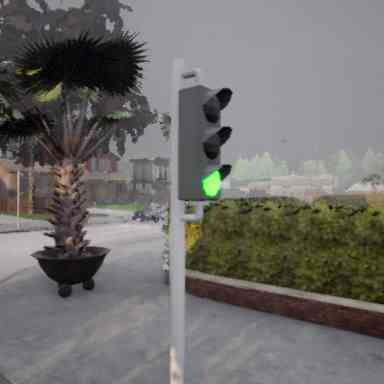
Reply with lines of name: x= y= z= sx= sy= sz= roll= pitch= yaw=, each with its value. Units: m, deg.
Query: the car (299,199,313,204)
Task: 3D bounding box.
car: x=13.990 y=1.507 z=40.007 sx=1.994 sy=1.385 sz=4.181 roll=0 pitch=0 yaw=35

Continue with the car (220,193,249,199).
car: x=3.856 y=1.145 z=32.997 sx=2.150 sy=2.045 sz=5.566 roll=0 pitch=0 yaw=36

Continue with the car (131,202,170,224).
car: x=-2.053 y=1.471 z=24.700 sx=2.033 sy=1.411 sz=5.357 roll=0 pitch=0 yaw=35
